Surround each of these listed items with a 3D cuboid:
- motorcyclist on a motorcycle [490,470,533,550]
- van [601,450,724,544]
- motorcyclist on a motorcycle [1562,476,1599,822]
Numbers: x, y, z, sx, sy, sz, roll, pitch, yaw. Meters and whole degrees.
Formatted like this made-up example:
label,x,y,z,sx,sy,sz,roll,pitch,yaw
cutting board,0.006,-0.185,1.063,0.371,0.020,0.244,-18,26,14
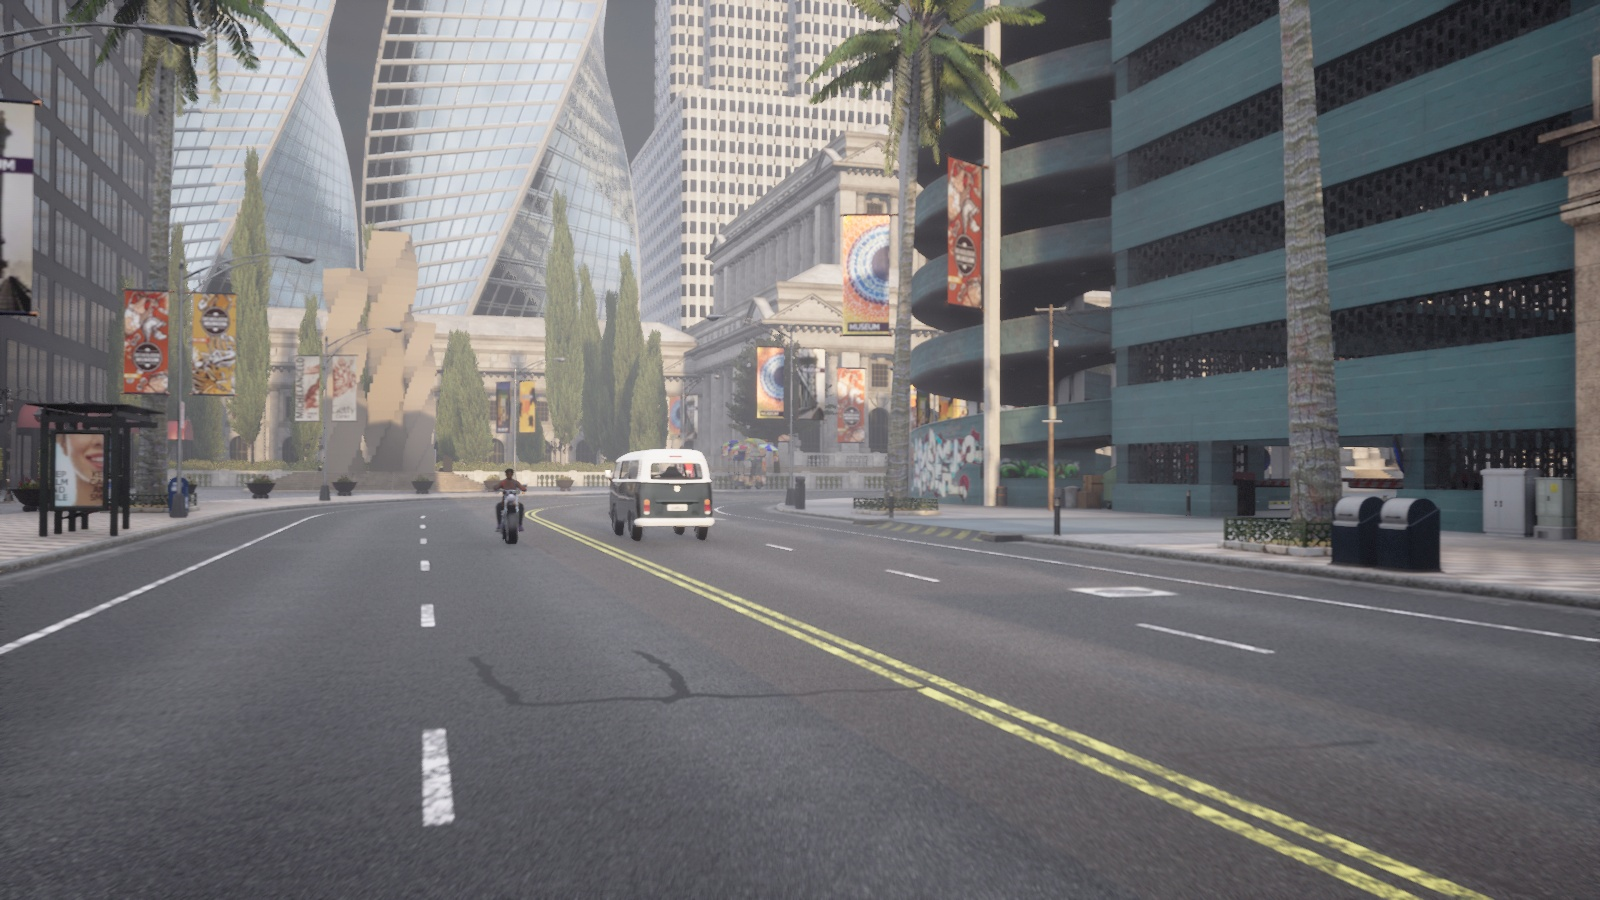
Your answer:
label,x,y,z,sx,sy,sz,roll,pitch,yaw
motorcyclist on a motorcycle,-6.233,1.249,27.099,0.766,1.649,2.350,0,-1,-16
van,-3.326,1.051,29.528,2.069,2.038,4.480,0,-1,-17
motorcyclist on a motorcycle,4.145,0.862,4.836,0.797,1.523,2.044,0,-1,-17
